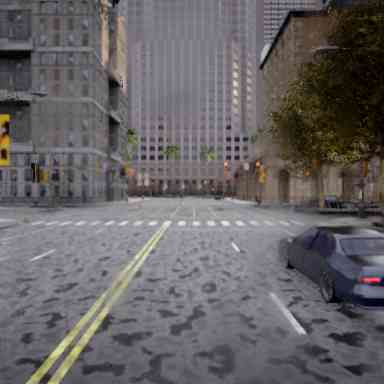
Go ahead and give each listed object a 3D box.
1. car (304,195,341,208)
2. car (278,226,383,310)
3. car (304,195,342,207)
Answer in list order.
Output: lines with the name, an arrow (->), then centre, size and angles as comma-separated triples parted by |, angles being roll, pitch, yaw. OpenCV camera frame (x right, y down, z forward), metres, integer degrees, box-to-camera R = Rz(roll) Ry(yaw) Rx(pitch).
car -> 16.986, 1.267, 43.688 | 4.553, 1.767, 2.097 | 0, 0, 0
car -> 3.599, 1.531, 8.038 | 2.033, 1.411, 5.357 | 0, 0, 0
car -> 18.465, 1.260, 47.177 | 4.553, 1.767, 2.097 | 0, 0, 0
